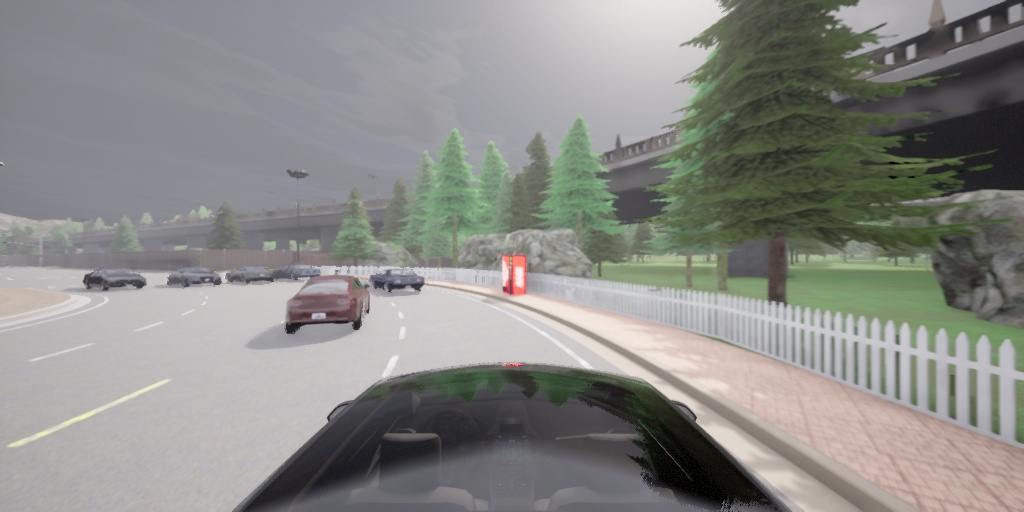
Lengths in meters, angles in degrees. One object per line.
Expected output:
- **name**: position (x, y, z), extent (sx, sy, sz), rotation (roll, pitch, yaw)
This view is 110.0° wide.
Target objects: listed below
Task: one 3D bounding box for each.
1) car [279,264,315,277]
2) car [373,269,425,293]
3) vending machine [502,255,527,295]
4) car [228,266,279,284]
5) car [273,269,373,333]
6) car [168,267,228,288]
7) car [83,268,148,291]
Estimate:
- **car**: position (-19.030, 1.414, 31.509), extent (5.357, 1.411, 2.033), rotation (0, 0, 32)
- **car**: position (-6.870, 1.384, 21.090), extent (1.895, 1.301, 4.718), rotation (0, 0, -36)
- **vending machine**: position (0.121, 0.928, 17.448), extent (1.100, 2.100, 0.880), rotation (0, 0, -26)
- **car**: position (-20.912, 1.448, 28.591), extent (4.181, 1.385, 1.994), rotation (0, 0, 31)
- **car**: position (-5.441, 1.308, 10.961), extent (1.812, 1.442, 4.674), rotation (0, 0, -18)
- **car**: position (-22.640, 1.466, 25.601), extent (4.181, 1.385, 1.994), rotation (-1, 0, 30)
- **car**: position (-26.342, 1.487, 23.733), extent (5.357, 1.411, 2.033), rotation (0, 0, 28)
